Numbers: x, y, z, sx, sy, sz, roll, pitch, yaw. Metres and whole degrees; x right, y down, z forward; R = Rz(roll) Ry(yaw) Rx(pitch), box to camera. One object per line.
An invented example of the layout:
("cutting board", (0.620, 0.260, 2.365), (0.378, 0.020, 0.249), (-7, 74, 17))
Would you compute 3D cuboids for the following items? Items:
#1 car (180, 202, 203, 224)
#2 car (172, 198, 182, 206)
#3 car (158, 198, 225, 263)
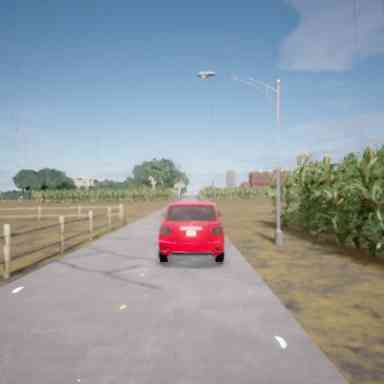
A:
("car", (-0.021, 1.717, 28.494), (1.837, 1.490, 4.892), (0, 0, 0))
("car", (-2.856, 1.883, 65.043), (1.812, 1.442, 4.674), (0, 0, 0))
("car", (-0.009, 1.336, 12.608), (2.150, 2.045, 5.566), (0, 0, 0))
